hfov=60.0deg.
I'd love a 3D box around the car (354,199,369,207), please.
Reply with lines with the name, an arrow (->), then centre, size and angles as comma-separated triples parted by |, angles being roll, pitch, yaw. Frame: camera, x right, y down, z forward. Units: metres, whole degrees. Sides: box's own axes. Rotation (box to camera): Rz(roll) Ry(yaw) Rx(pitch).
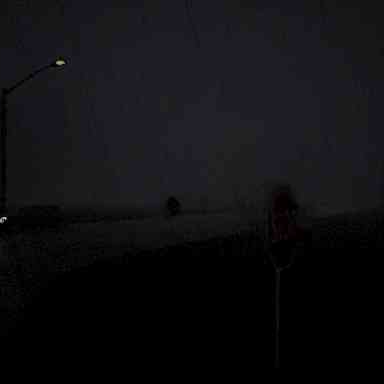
car -> 40.362, 2.528, 78.435 | 2.097, 1.767, 4.553 | 0, -1, 36

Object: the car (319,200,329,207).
car -> 29.598, 2.532, 75.516 | 1.882, 1.535, 5.008 | 0, -1, 36

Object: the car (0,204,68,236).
car -> -10.159, 1.591, 20.701 | 2.097, 1.767, 4.553 | 0, -1, 36

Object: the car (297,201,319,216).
car -> 13.950, 2.159, 42.019 | 2.128, 1.511, 4.902 | 0, -1, 36
